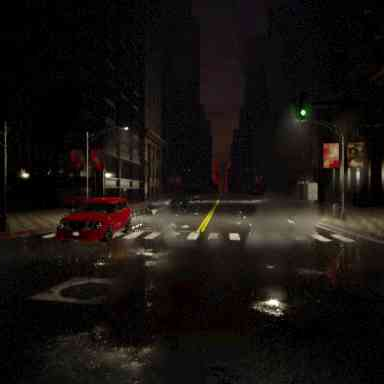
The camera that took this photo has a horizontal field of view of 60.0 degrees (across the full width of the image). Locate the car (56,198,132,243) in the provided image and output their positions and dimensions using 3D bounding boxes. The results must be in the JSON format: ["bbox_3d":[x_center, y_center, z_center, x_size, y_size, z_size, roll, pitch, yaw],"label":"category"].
[{"bbox_3d":[-4.665,1.369,16.814,2.150,2.045,5.566,0,1,5],"label":"car"}]

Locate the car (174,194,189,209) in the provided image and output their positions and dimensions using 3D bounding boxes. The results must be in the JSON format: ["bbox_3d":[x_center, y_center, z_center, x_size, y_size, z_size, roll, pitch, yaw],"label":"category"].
[{"bbox_3d":[-1.683,1.404,48.248,2.150,2.045,5.566,0,1,5],"label":"car"}]

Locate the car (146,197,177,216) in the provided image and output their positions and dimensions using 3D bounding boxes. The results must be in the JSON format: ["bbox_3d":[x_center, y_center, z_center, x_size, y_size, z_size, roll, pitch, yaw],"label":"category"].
[{"bbox_3d":[-3.159,1.598,32.723,2.128,1.511,4.902,0,1,5],"label":"car"}]

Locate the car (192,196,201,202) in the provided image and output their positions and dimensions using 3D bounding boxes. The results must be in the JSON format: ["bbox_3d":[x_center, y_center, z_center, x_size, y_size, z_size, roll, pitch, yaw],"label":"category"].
[{"bbox_3d":[1.104,1.620,77.653,1.994,1.385,4.181,0,0,5],"label":"car"}]
